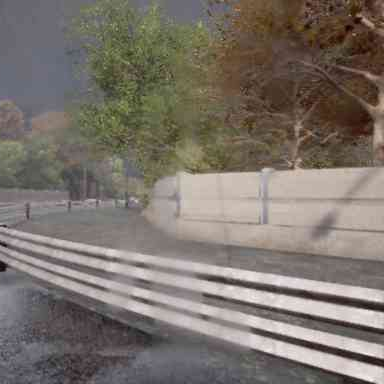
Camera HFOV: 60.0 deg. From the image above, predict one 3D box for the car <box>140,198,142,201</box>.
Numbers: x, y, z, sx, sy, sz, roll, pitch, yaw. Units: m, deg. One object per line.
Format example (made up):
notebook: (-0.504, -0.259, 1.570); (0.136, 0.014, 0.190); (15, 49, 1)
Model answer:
car: (-14.128, 2.331, 91.279); (1.812, 1.442, 4.674); (0, -1, 3)

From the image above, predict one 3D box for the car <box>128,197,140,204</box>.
car: (-14.753, 2.017, 80.987); (1.882, 1.535, 5.008); (0, -1, 3)
